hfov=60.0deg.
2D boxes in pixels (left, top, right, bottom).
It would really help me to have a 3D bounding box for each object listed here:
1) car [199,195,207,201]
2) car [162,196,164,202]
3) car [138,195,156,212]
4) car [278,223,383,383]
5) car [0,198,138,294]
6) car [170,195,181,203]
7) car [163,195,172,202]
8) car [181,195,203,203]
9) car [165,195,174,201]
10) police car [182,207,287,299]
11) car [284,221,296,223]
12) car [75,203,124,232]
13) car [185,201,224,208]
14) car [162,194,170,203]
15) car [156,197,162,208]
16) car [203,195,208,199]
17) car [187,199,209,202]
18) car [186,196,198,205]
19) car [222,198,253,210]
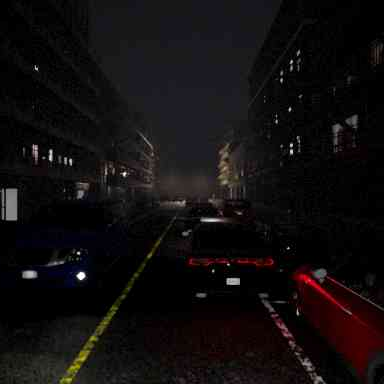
[{"bbox_3d":[2.712,1.522,83.309,1.887,1.381,4.507,0,0,0],"label":"car"},{"bbox_3d":[-5.677,1.573,49.497,1.802,1.307,4.206,0,0,0],"label":"car"},{"bbox_3d":[-5.679,1.435,38.224,1.967,1.590,4.097,0,0,0],"label":"car"},{"bbox_3d":[2.694,1.440,4.400,1.967,1.590,4.097,0,0,0],"label":"car"},{"bbox_3d":[-3.097,1.221,9.110,2.150,2.045,5.566,0,0,0],"label":"car"},{"bbox_3d":[-2.984,1.510,67.411,1.812,1.442,4.674,0,0,0],"label":"car"},{"bbox_3d":[-5.670,1.420,77.678,1.967,1.590,4.097,0,0,0],"label":"car"},{"bbox_3d":[0.022,1.484,46.212,2.128,1.511,4.902,0,0,0],"label":"car"},{"bbox_3d":[-5.669,1.522,83.315,1.887,1.381,4.507,0,0,0],"label":"car"},{"bbox_3d":[0.762,1.426,8.646,1.930,1.638,5.238,0,0,0],"label":"police car"},{"bbox_3d":[2.696,1.551,10.035,2.008,1.369,4.403,0,0,0],"label":"car"},{"bbox_3d":[-5.683,1.524,21.144,1.752,1.417,4.829,0,0,0],"label":"car"},{"bbox_3d":[0.671,1.481,18.602,1.882,1.535,5.008,0,0,5],"label":"car"},{"bbox_3d":[-5.670,1.298,72.042,2.192,1.841,5.009,0,0,0],"label":"car"},{"bbox_3d":[-5.677,1.308,43.861,2.192,1.841,5.009,0,0,0],"label":"car"},{"bbox_3d":[2.709,1.508,72.206,1.752,1.417,4.829,0,0,0],"label":"car"},{"bbox_3d":[0.790,1.503,24.505,1.837,1.490,4.892,0,0,-2],"label":"car"},{"bbox_3d":[0.015,1.535,59.913,2.033,1.411,5.357,0,0,0],"label":"car"},{"bbox_3d":[2.699,1.314,21.309,2.192,1.841,5.009,0,0,0],"label":"car"}]
